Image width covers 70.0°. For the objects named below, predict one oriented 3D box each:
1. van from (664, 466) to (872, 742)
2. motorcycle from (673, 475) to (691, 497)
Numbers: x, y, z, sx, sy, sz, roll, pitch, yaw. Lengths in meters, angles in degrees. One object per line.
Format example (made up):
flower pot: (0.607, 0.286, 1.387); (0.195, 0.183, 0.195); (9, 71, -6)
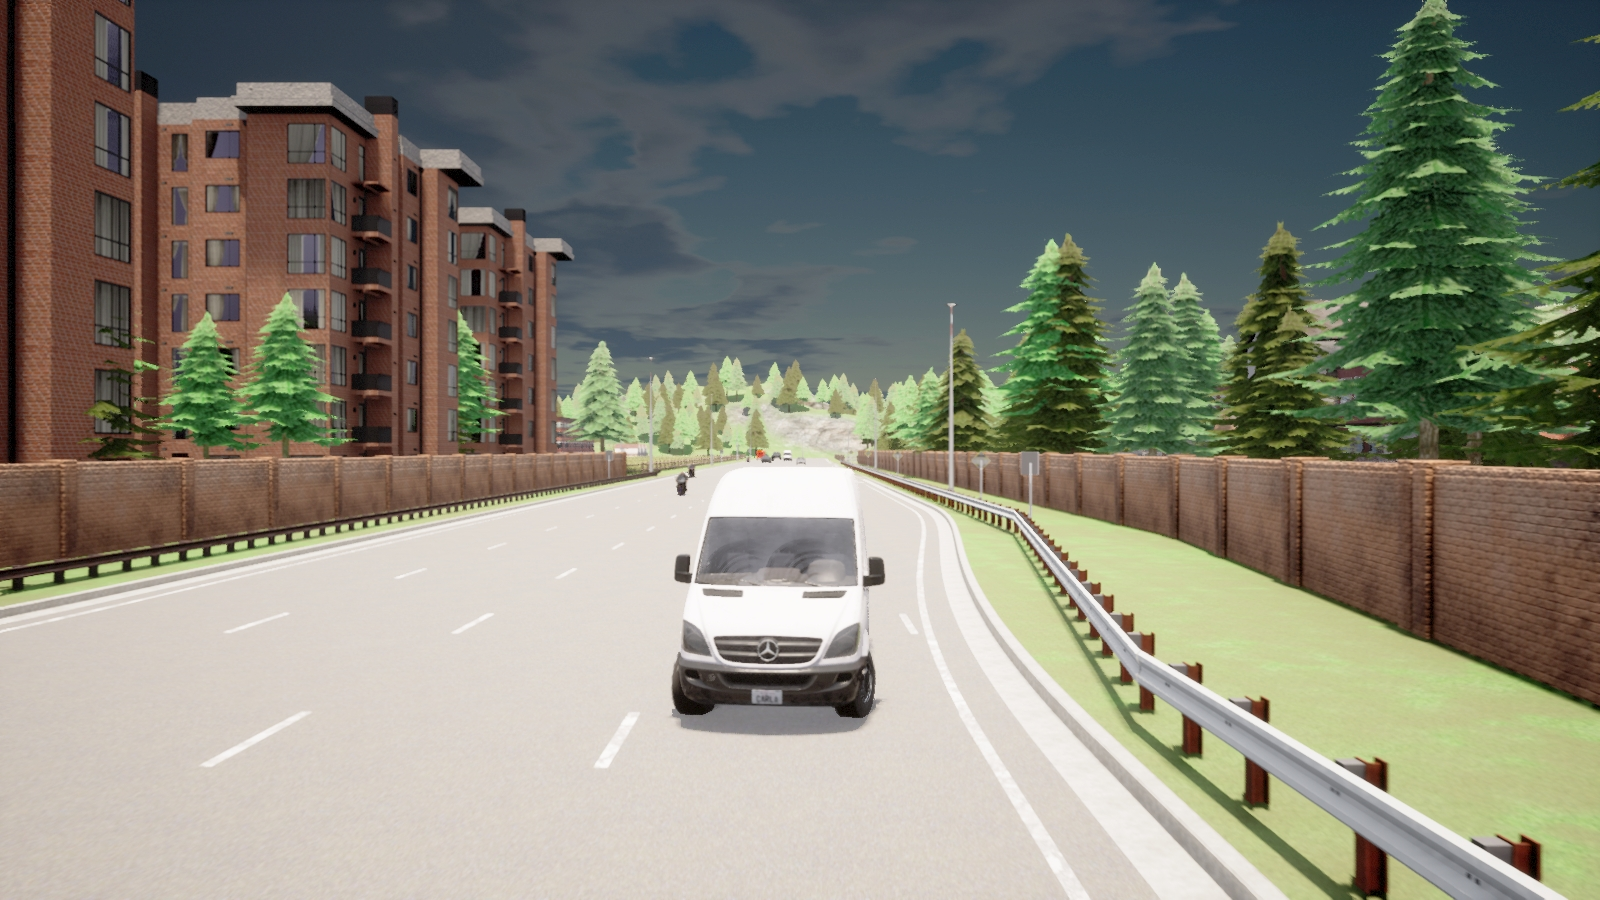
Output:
van: (-0.133, 1.524, 14.021); (1.988, 2.561, 5.915); (0, 0, 4)
motorcycle: (-7.036, 2.158, 68.260); (0.867, 1.251, 2.209); (0, 0, 0)
